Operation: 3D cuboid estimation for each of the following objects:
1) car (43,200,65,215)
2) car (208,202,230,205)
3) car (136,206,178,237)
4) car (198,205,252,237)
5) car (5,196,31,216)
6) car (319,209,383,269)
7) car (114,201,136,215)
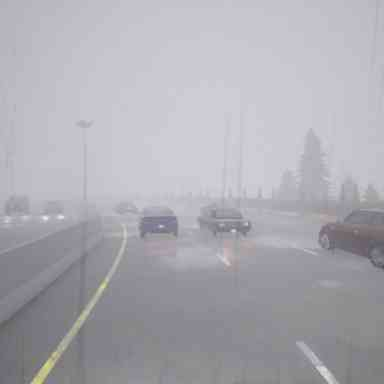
[{"bbox_3d":[-15.051,1.665,36.152,1.837,1.490,4.892,0,-1,-24],"label":"car"},{"bbox_3d":[2.366,1.582,30.077,2.033,1.411,5.357,0,0,-17],"label":"car"},{"bbox_3d":[-1.957,1.511,18.409,1.882,1.535,5.008,0,0,-11],"label":"car"},{"bbox_3d":[1.621,1.617,18.462,1.895,1.301,4.718,0,0,-11],"label":"car"},{"bbox_3d":[-18.901,1.409,36.268,2.150,2.045,5.566,0,0,-25],"label":"car"},{"bbox_3d":[6.225,1.338,11.330,2.097,1.767,4.553,0,0,-6],"label":"car"},{"bbox_3d":[-7.254,1.671,36.113,1.994,1.385,4.181,0,0,-22],"label":"car"}]
